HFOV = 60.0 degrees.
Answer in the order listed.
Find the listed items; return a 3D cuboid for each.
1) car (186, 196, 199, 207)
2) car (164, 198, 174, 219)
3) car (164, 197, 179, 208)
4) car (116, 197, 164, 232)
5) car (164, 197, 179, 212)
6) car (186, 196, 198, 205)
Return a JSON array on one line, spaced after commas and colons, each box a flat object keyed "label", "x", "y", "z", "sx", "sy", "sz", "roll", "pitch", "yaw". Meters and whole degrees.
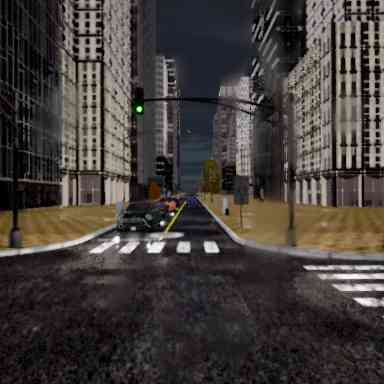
[{"label": "car", "x": 0.009, "y": 1.554, "z": 51.383, "sx": 2.033, "sy": 1.411, "sz": 5.357, "roll": 0, "pitch": 0, "yaw": 0}, {"label": "car", "x": -3.066, "y": 1.570, "z": 29.599, "sx": 2.033, "sy": 1.411, "sz": 5.357, "roll": 0, "pitch": 0, "yaw": 0}, {"label": "car", "x": -2.993, "y": 1.498, "z": 49.142, "sx": 1.882, "sy": 1.535, "sz": 5.008, "roll": 0, "pitch": 0, "yaw": 0}, {"label": "car", "x": -3.114, "y": 1.376, "z": 20.126, "sx": 2.097, "sy": 1.767, "sz": 4.553, "roll": 0, "pitch": 0, "yaw": 1}, {"label": "car", "x": -2.996, "y": 1.374, "z": 38.924, "sx": 2.097, "sy": 1.767, "sz": 4.553, "roll": 0, "pitch": 0, "yaw": 0}, {"label": "car", "x": 0.011, "y": 1.496, "z": 61.804, "sx": 2.128, "sy": 1.511, "sz": 4.902, "roll": 0, "pitch": 0, "yaw": 0}]
